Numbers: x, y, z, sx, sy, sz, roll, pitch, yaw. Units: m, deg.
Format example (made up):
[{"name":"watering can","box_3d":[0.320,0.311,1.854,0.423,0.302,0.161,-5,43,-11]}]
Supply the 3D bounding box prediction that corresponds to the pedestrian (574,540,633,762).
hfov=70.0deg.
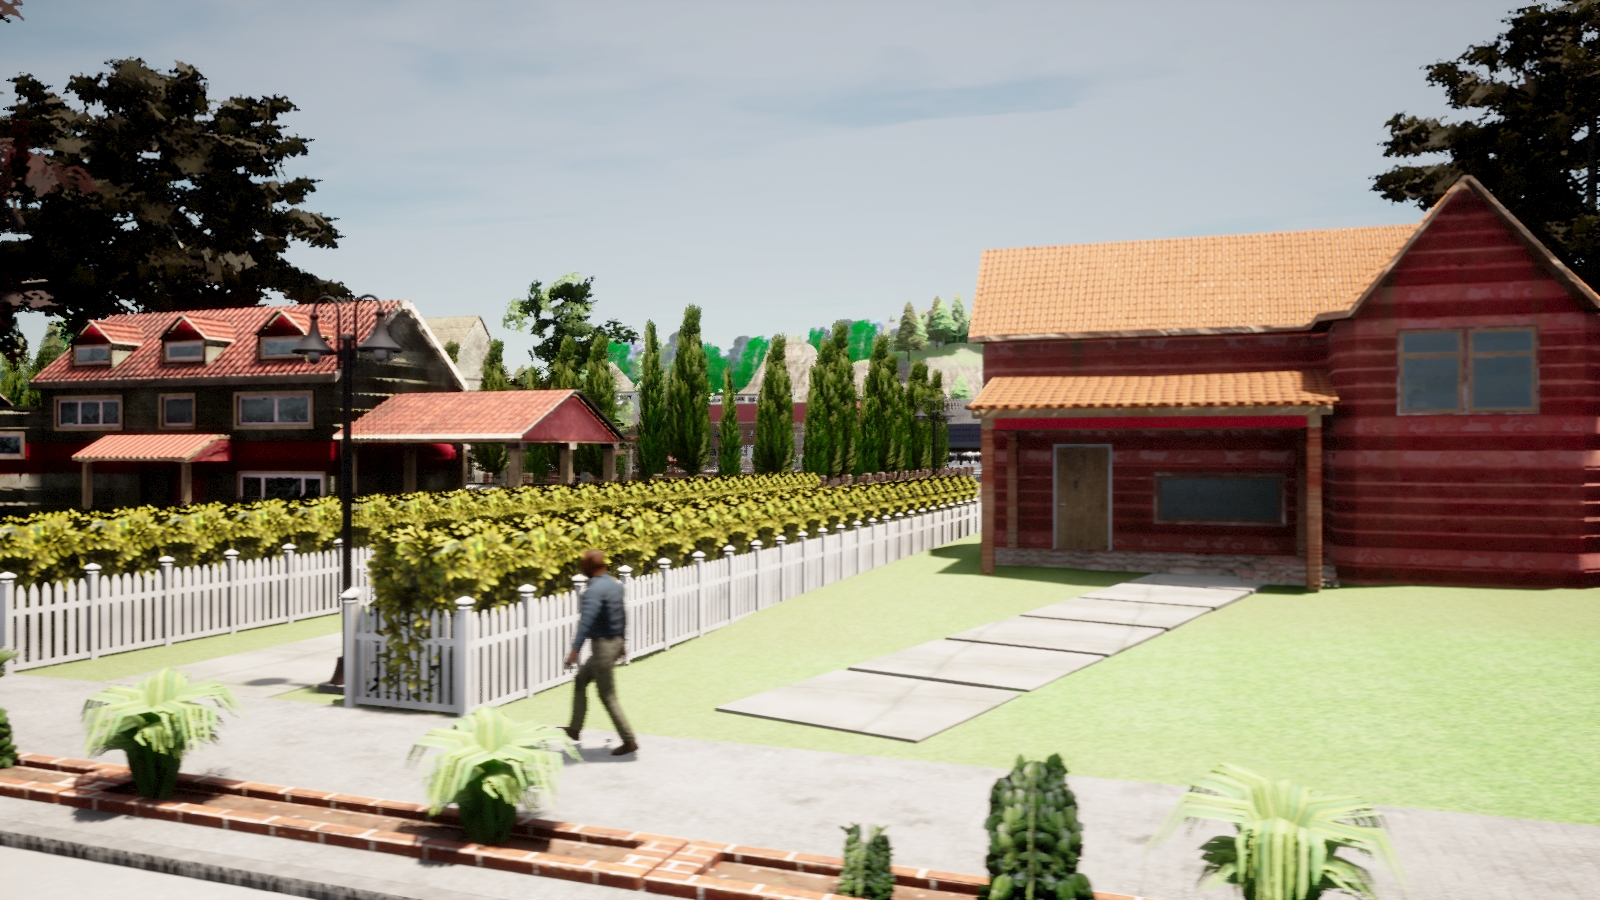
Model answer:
[{"name":"pedestrian","box_3d":[-1.723,1.743,10.032,0.375,1.860,0.375,0,0,18]}]

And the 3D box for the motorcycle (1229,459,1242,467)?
[{"name":"motorcycle","box_3d":[72.452,2.186,190.256,2.033,1.199,0.803,-1,0,20]}]
